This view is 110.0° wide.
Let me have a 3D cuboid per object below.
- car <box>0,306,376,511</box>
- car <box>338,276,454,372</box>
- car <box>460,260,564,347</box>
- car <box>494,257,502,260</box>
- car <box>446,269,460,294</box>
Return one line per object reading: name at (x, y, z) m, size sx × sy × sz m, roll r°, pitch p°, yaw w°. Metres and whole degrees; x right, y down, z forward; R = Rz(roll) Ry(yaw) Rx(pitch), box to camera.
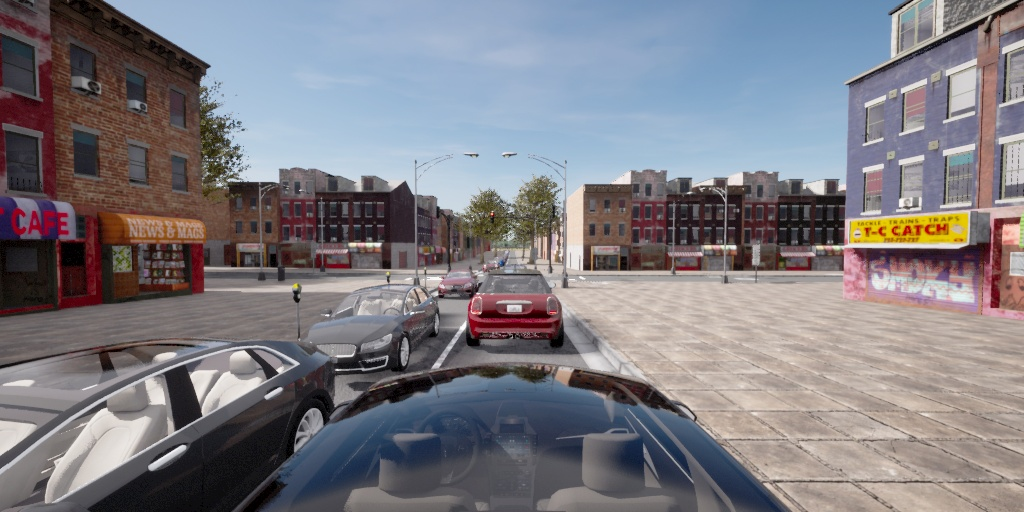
car at (-2.640, 1.300, 2.009) m, size 2.007 × 1.370 × 4.403 m, roll 0°, pitch 0°, yaw 0°
car at (-2.631, 1.298, 7.457) m, size 2.007 × 1.370 × 4.403 m, roll 0°, pitch 0°, yaw 0°
car at (0.110, 1.099, 9.501) m, size 2.097 × 1.767 × 4.553 m, roll 0°, pitch 0°, yaw 2°
car at (-2.568, 1.233, 45.127) m, size 1.967 × 1.591 × 4.097 m, roll 0°, pitch 0°, yaw 0°
car at (-2.613, 1.332, 18.351) m, size 1.802 × 1.307 × 4.207 m, roll 0°, pitch 0°, yaw 0°
